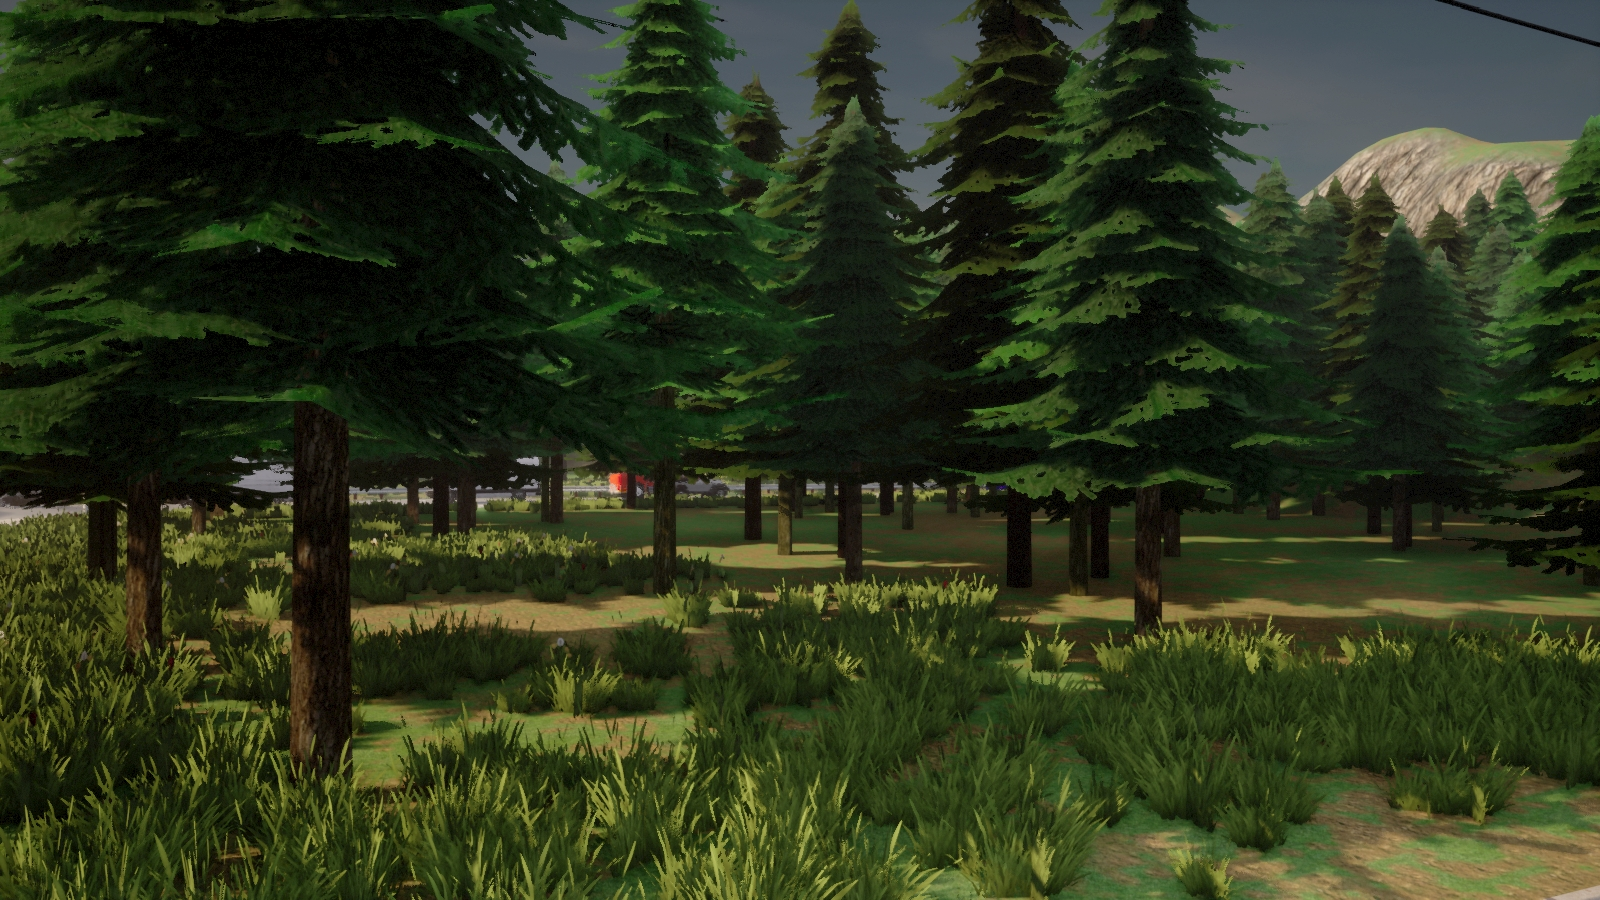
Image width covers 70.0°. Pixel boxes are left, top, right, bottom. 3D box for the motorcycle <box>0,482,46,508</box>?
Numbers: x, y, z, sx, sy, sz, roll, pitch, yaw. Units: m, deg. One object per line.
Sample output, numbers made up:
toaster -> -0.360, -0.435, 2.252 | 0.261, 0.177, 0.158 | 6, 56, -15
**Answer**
motorcycle -> -38.091, 2.191, 55.627 | 2.209, 1.251, 0.867 | 0, -3, 2
